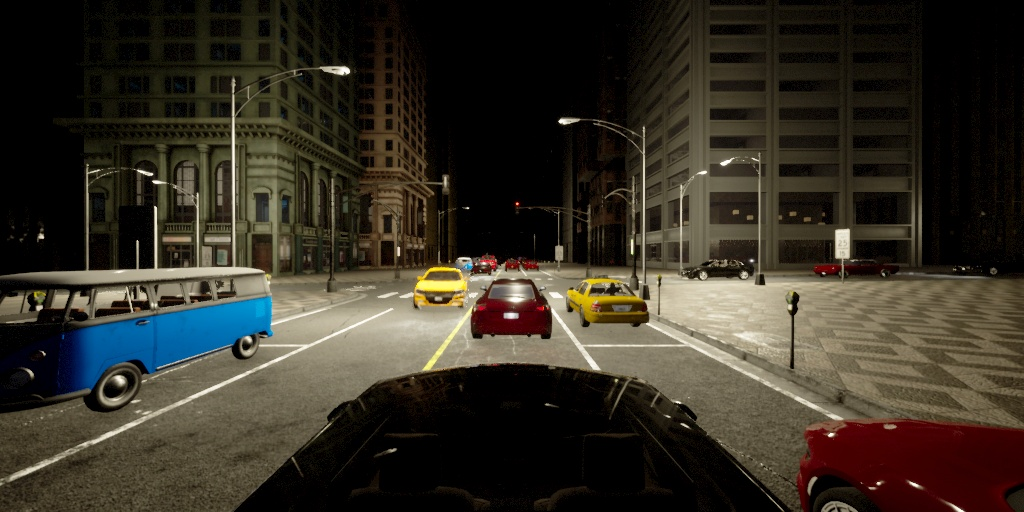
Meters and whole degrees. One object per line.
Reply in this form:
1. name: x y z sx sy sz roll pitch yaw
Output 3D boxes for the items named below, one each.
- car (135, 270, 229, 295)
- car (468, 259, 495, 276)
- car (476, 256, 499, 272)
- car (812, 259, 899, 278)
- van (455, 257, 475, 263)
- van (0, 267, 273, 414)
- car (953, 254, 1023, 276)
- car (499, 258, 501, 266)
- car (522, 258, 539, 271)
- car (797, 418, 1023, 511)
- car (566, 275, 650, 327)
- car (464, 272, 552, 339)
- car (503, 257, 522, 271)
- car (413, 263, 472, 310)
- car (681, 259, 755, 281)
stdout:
1. car: -20.945 1.659 22.896 4.181 1.385 1.994 -1 0 0
2. car: -3.140 1.325 37.822 1.994 1.385 4.181 0 0 1
3. car: -3.163 0.989 47.448 2.150 2.045 5.566 0 0 -1
4. car: 24.798 0.905 25.986 4.718 1.301 1.895 -1 0 0
5. van: -5.834 1.105 43.715 1.690 1.789 3.998 0 0 0
6. van: -5.767 1.091 5.731 1.690 1.789 3.998 0 0 0
7. car: 35.130 0.641 25.954 4.892 1.490 1.837 -1 0 0
8. car: -3.159 1.377 57.555 1.895 1.301 4.718 0 0 0
9. car: 2.714 1.314 49.234 1.888 1.381 4.507 0 0 0
10. car: 2.765 1.295 0.561 1.888 1.381 4.507 0 0 0
11. car: 2.757 1.276 11.311 1.751 1.417 4.829 0 0 0
12. car: 0.022 1.315 10.077 1.994 1.385 4.181 0 0 1
13. car: 0.042 1.247 49.613 1.882 1.535 5.008 0 0 0
14. car: -2.815 1.229 15.082 1.882 1.535 5.008 1 0 -6
15. car: 14.879 0.975 26.012 4.892 1.490 1.837 -1 0 0
